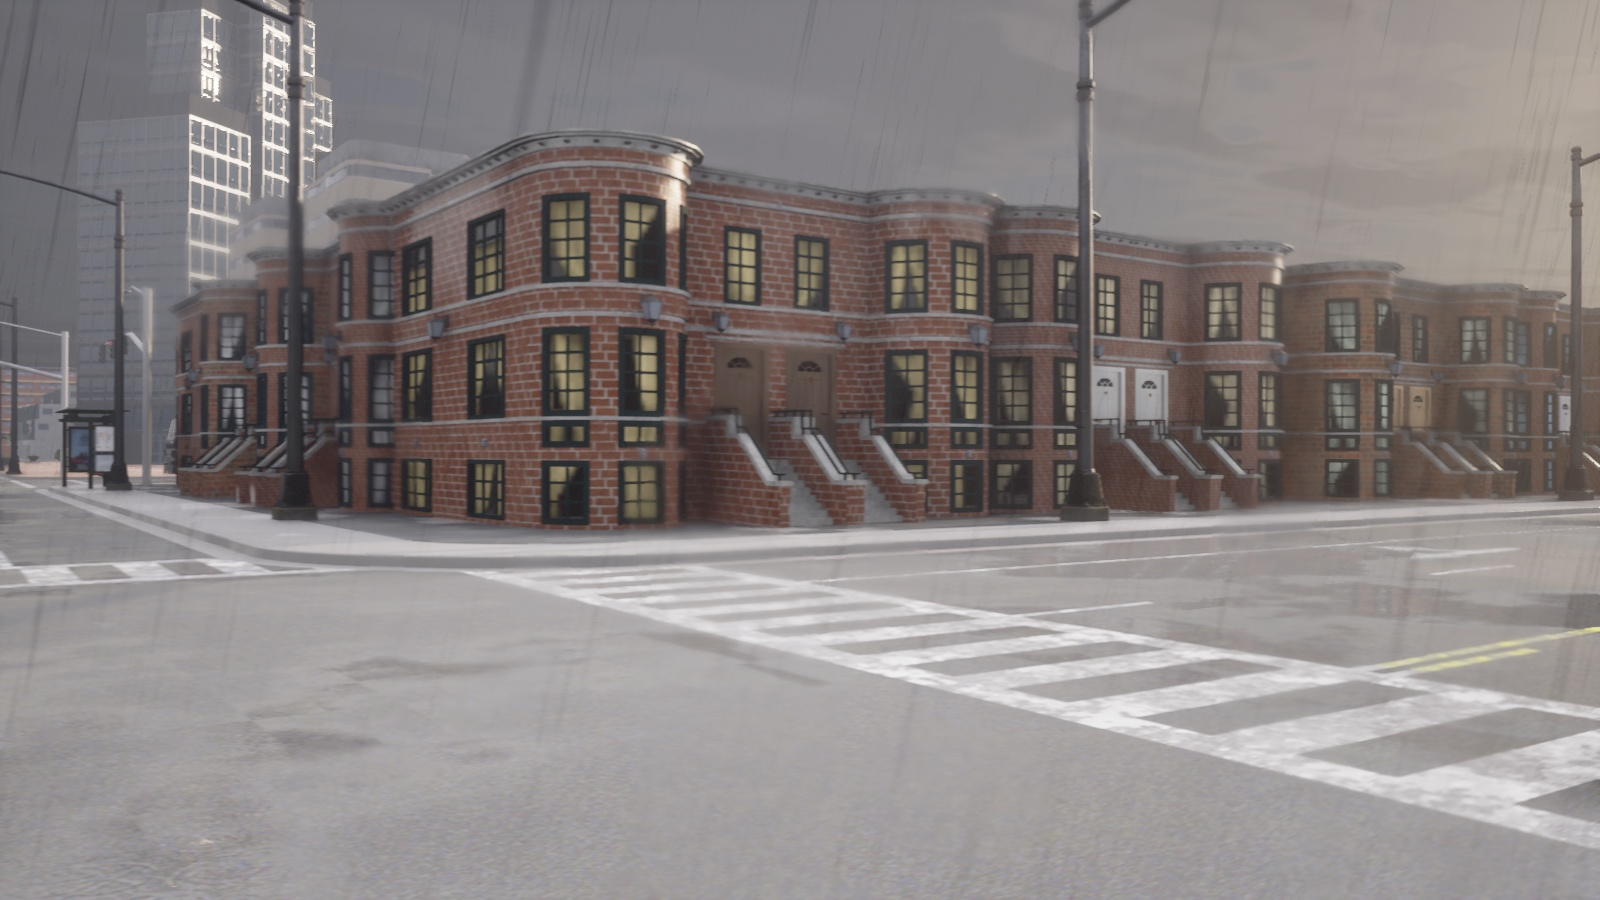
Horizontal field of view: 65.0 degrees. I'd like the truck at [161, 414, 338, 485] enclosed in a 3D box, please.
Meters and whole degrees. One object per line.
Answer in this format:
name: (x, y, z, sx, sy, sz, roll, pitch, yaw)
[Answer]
truck: (-28.291, -0.019, 64.726, 7.936, 3.462, 2.891, 0, 0, -35)
